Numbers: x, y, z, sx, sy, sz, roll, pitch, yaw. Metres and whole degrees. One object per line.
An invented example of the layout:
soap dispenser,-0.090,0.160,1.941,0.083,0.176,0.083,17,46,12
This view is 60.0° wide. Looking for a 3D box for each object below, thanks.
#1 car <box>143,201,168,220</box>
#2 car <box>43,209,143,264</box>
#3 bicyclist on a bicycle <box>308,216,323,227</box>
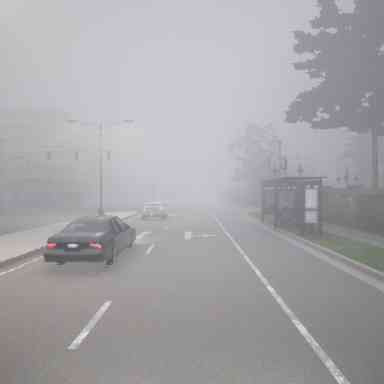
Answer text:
car,-3.147,1.526,28.483,1.812,1.442,4.674,0,0,1
car,-3.294,1.547,11.764,2.033,1.411,5.357,0,0,0
bicyclist on a bicycle,7.073,1.164,19.279,1.656,1.620,0.582,-9,5,-35
